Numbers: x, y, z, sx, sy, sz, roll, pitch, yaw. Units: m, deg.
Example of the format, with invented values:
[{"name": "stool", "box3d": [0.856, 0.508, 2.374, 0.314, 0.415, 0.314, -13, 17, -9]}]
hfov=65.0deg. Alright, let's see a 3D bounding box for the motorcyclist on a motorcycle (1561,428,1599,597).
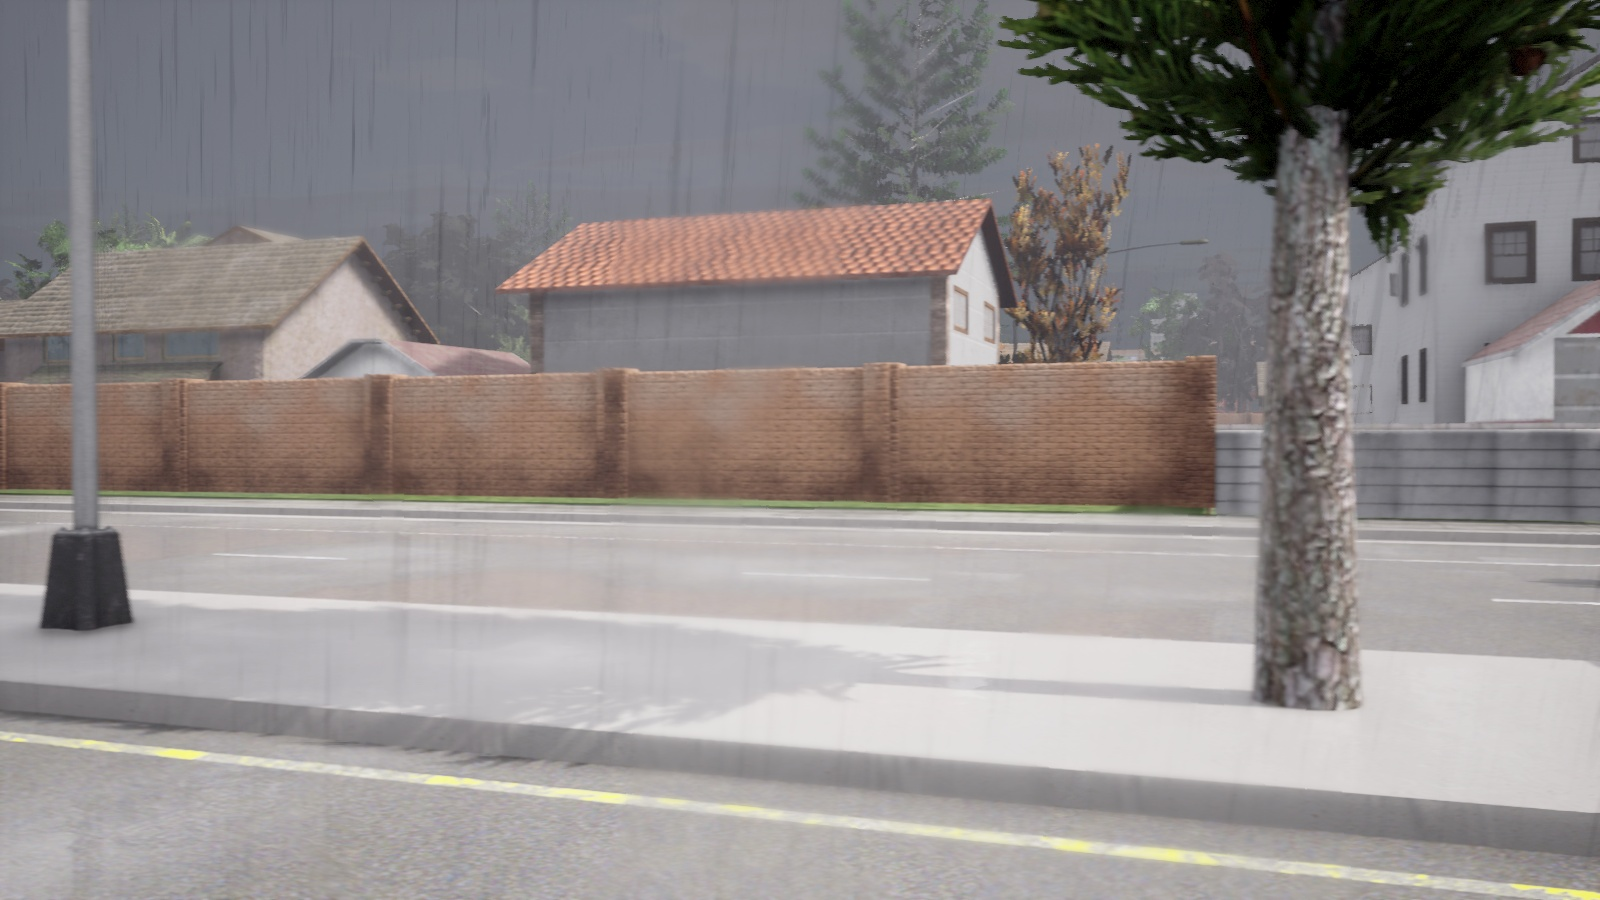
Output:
[{"name": "motorcyclist on a motorcycle", "box3d": [8.904, 0.613, 12.301, 2.350, 1.649, 0.766, 0, 1, 19]}]
